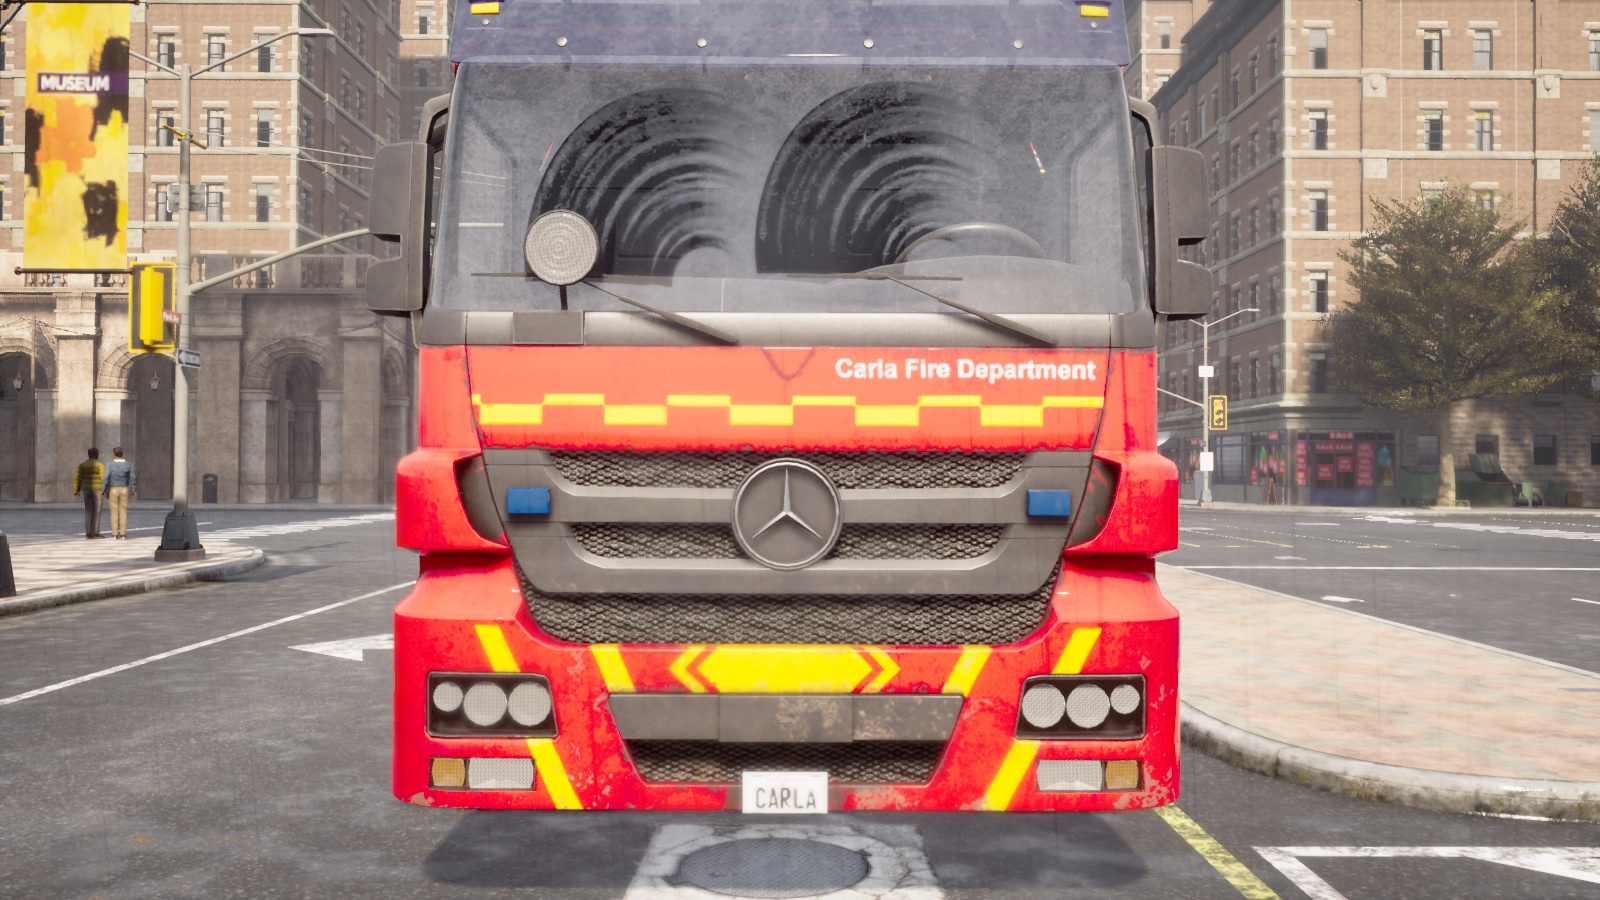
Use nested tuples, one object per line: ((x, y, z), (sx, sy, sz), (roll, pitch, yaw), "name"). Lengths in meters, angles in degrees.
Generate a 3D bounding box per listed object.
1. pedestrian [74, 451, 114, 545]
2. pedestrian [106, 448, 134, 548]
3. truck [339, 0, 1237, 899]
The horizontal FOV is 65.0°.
((-14.035, 0.946, 24.985), (0.370, 1.835, 0.726), (0, -1, 0), "pedestrian")
((-13.447, 0.941, 24.820), (0.423, 1.949, 0.788), (0, -1, -32), "pedestrian")
((-0.054, -0.211, 8.305), (2.891, 3.827, 8.468), (0, -1, 0), "truck")
